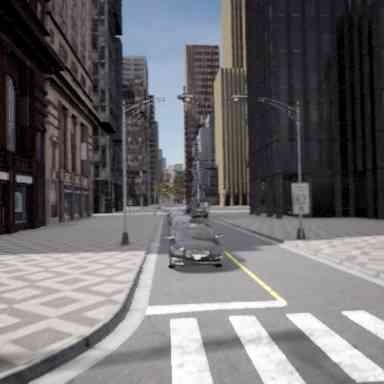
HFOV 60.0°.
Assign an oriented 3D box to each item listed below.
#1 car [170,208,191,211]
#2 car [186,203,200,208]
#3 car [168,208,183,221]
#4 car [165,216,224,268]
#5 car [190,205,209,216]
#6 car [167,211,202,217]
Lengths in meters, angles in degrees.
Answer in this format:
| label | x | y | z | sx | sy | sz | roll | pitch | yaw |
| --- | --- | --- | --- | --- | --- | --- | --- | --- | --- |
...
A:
| label | x | y | z | sx | sy | sz | roll | pitch | yaw |
| --- | --- | --- | --- | --- | --- | --- | --- | --- | --- |
| car | -1.365 | 2.537 | 32.147 | 1.812 | 1.442 | 4.674 | -1 | -2 | -4 |
| car | 0.238 | 2.811 | 52.547 | 2.150 | 2.045 | 5.566 | -1 | -2 | -4 |
| car | -2.080 | 2.862 | 42.568 | 1.812 | 1.442 | 4.674 | -1 | -2 | -3 |
| car | 0.032 | 1.909 | 12.932 | 1.837 | 1.490 | 4.892 | -1 | -2 | -3 |
| car | 1.043 | 2.769 | 42.156 | 1.837 | 1.490 | 4.892 | -1 | -2 | -4 |
| car | -0.646 | 2.222 | 22.161 | 1.812 | 1.442 | 4.674 | -1 | -2 | -4 |
